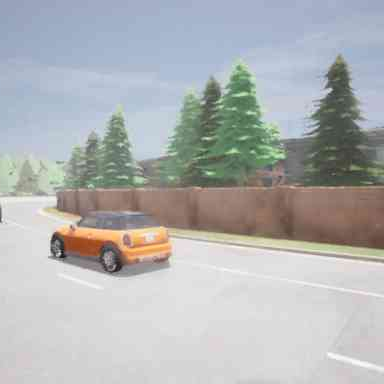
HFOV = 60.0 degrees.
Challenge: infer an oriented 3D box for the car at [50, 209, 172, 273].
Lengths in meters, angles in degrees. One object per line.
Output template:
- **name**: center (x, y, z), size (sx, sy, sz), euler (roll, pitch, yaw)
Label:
- **car**: center (-2.827, 1.392, 11.093), size (4.553, 1.767, 2.097), euler (0, 0, 41)

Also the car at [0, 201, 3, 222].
- **car**: center (-16.403, 1.295, 26.285), size (2.150, 2.045, 5.566), euler (0, 0, -35)
